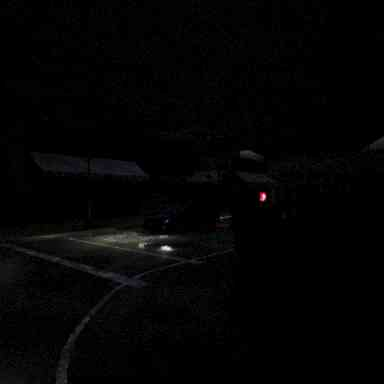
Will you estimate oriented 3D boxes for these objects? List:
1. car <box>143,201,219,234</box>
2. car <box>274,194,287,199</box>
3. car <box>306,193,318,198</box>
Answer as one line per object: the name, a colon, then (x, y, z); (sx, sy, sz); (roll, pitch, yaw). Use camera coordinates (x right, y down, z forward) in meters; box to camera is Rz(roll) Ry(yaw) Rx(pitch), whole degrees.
car: (-0.453, 1.300, 18.127); (1.882, 1.535, 5.008); (0, 0, 38)
car: (19.779, 1.244, 74.215); (1.970, 1.475, 3.806); (0, 0, 38)
car: (27.018, 1.311, 77.486); (2.007, 1.523, 4.514); (0, 0, 38)
